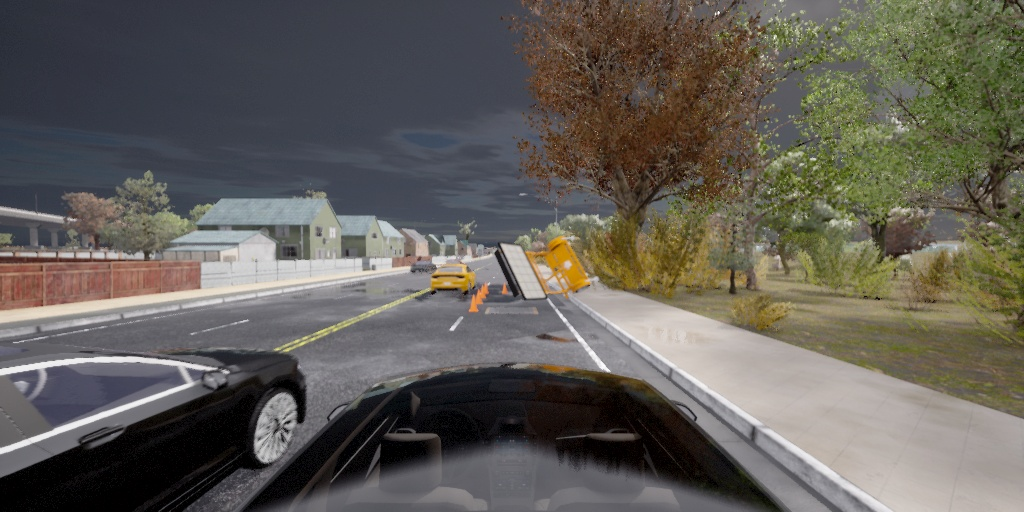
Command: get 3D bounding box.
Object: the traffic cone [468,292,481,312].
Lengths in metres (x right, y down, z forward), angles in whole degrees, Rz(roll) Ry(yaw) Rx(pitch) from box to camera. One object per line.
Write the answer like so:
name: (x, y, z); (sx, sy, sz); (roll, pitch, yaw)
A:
traffic cone: (-1.378, 1.688, 12.918); (0.340, 0.580, 0.340); (0, 0, 0)

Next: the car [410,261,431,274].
car: (-9.843, 1.225, 40.105); (2.033, 1.411, 5.357); (0, 0, 0)

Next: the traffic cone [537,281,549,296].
traffic cone: (1.621, 1.679, 18.917); (0.340, 0.580, 0.340); (0, 0, 0)

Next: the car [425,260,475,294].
car: (-3.148, 1.199, 19.903); (1.882, 1.535, 5.008); (0, 0, 0)

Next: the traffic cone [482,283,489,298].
traffic cone: (-1.378, 1.682, 16.918); (0.340, 0.580, 0.340); (0, 0, 0)

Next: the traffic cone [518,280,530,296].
traffic cone: (0.621, 1.679, 18.918); (0.340, 0.580, 0.340); (0, 0, 0)

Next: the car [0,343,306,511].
car: (-3.149, 1.241, 1.950); (2.128, 1.511, 4.902); (0, 0, 0)

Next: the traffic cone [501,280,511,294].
traffic cone: (-0.378, 1.679, 18.918); (0.340, 0.580, 0.340); (0, 0, 0)

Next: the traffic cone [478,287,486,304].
traffic cone: (-1.378, 1.685, 14.918); (0.340, 0.580, 0.340); (0, 0, 0)

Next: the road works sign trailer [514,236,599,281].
road works sign trailer: (2.049, -0.941, 15.254); (2.880, 3.560, 2.380); (0, 0, -43)
